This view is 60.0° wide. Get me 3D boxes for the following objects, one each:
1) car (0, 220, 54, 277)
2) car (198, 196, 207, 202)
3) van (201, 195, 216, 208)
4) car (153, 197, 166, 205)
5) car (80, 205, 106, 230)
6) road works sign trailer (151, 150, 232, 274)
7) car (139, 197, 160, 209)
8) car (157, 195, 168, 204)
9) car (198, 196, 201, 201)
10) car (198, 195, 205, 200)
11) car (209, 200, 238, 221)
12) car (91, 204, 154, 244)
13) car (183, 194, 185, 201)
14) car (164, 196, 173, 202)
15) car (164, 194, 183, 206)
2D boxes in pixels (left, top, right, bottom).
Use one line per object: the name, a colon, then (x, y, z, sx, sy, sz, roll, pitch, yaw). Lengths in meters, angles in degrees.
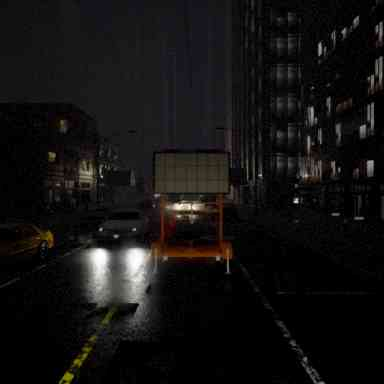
car: (-5.699, 1.526, 9.776, 1.752, 1.417, 4.829, 0, 0, 0)
car: (2.630, 1.596, 81.771, 2.008, 1.369, 4.403, 0, 0, 0)
van: (2.652, 1.357, 48.625, 1.690, 1.788, 3.998, 0, 0, 0)
car: (-5.734, 1.591, 59.664, 1.947, 1.339, 4.313, 0, 0, 0)
car: (-5.707, 1.553, 20.996, 2.008, 1.369, 4.403, 0, 0, 0)
road works sign trailer: (-0.007, 0.465, 10.545, 2.380, 3.560, 2.880, 0, 0, 0)
car: (-5.723, 1.562, 43.092, 2.008, 1.369, 4.403, 0, 0, 0)
car: (-5.739, 1.470, 65.188, 1.967, 1.590, 4.097, 0, 0, 0)
car: (2.642, 1.555, 65.367, 1.752, 1.417, 4.829, 0, 0, 0)
car: (2.622, 1.582, 92.988, 1.752, 1.417, 4.829, 0, 0, 0)
car: (2.669, 1.555, 26.528, 2.008, 1.369, 4.403, 0, 0, 0)
car: (-3.097, 1.527, 15.859, 1.812, 1.442, 4.674, 0, 0, 0)
car: (-3.062, 1.276, 90.506, 2.150, 2.045, 5.566, 0, 0, 0)
car: (-5.750, 1.627, 81.761, 1.802, 1.307, 4.206, 0, 0, 0)
car: (-3.126, 1.244, 56.813, 2.150, 2.045, 5.566, 0, 0, 0)
